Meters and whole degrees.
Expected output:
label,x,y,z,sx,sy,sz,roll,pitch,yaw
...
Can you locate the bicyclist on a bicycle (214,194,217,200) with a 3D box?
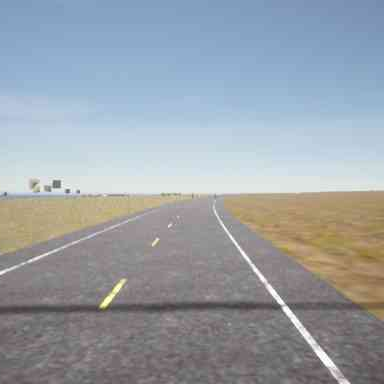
label,x,y,z,sx,sy,sz,roll,pitch,yaw
bicyclist on a bicycle,6.415,1.414,94.898,0.582,1.620,1.656,0,0,7
